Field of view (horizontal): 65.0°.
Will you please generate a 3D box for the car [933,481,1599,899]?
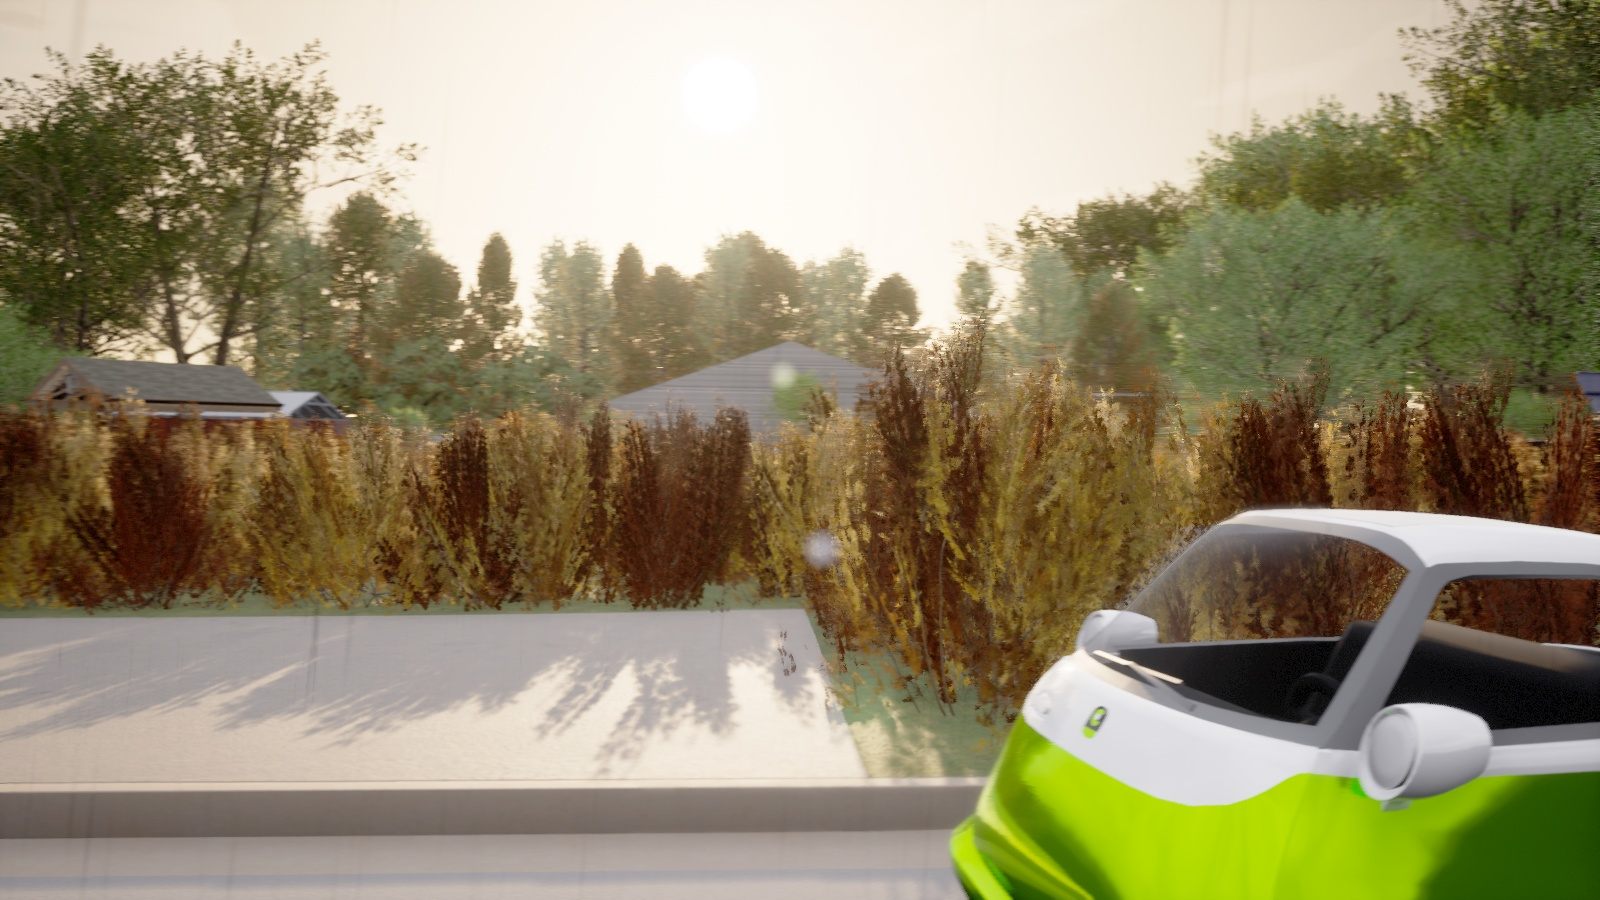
[{"bbox_3d":[1.635,0.802,3.250,2.207,1.376,1.481,0,1,-13],"label":"car"}]
